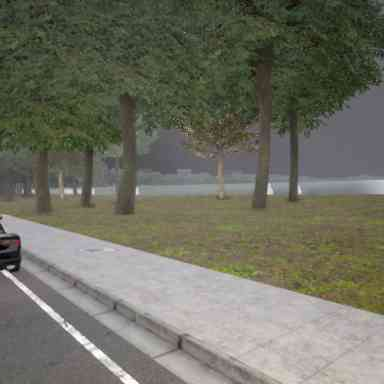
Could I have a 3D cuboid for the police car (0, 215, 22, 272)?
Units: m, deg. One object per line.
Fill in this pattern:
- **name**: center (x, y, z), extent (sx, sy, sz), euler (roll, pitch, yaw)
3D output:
- **police car**: center (-6.566, 1.382, 9.867), extent (1.930, 1.638, 5.238), euler (0, 0, -40)
